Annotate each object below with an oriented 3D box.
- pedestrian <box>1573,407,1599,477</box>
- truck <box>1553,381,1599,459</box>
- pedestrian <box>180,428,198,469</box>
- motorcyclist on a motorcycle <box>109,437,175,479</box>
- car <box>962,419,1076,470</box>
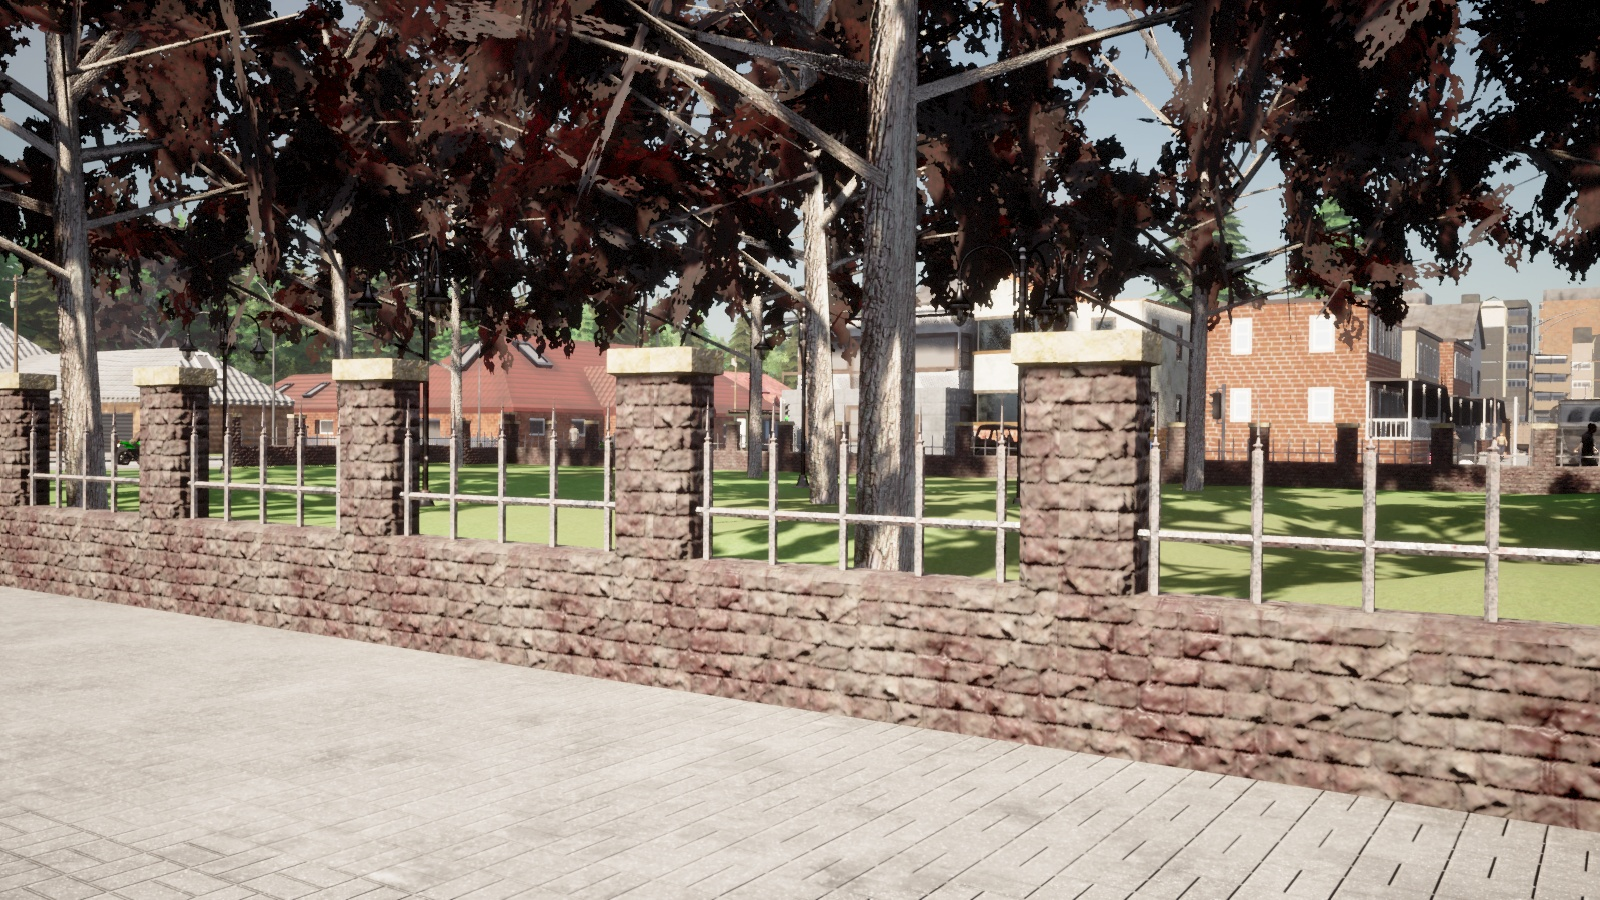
[{"bbox_3d":[20.992,-0.205,33.416,0.703,1.840,0.431,0,1,34],"label":"pedestrian"},{"bbox_3d":[37.433,-1.398,59.230,2.891,3.462,7.936,0,1,34],"label":"truck"},{"bbox_3d":[-27.867,-0.089,57.251,0.353,1.847,0.614,0,1,33],"label":"pedestrian"},{"bbox_3d":[-24.805,0.291,47.363,0.797,1.523,2.044,0,1,32],"label":"motorcyclist on a motorcycle"},{"bbox_3d":[8.383,-0.206,48.138,3.866,1.878,1.905,0,1,32],"label":"car"}]
